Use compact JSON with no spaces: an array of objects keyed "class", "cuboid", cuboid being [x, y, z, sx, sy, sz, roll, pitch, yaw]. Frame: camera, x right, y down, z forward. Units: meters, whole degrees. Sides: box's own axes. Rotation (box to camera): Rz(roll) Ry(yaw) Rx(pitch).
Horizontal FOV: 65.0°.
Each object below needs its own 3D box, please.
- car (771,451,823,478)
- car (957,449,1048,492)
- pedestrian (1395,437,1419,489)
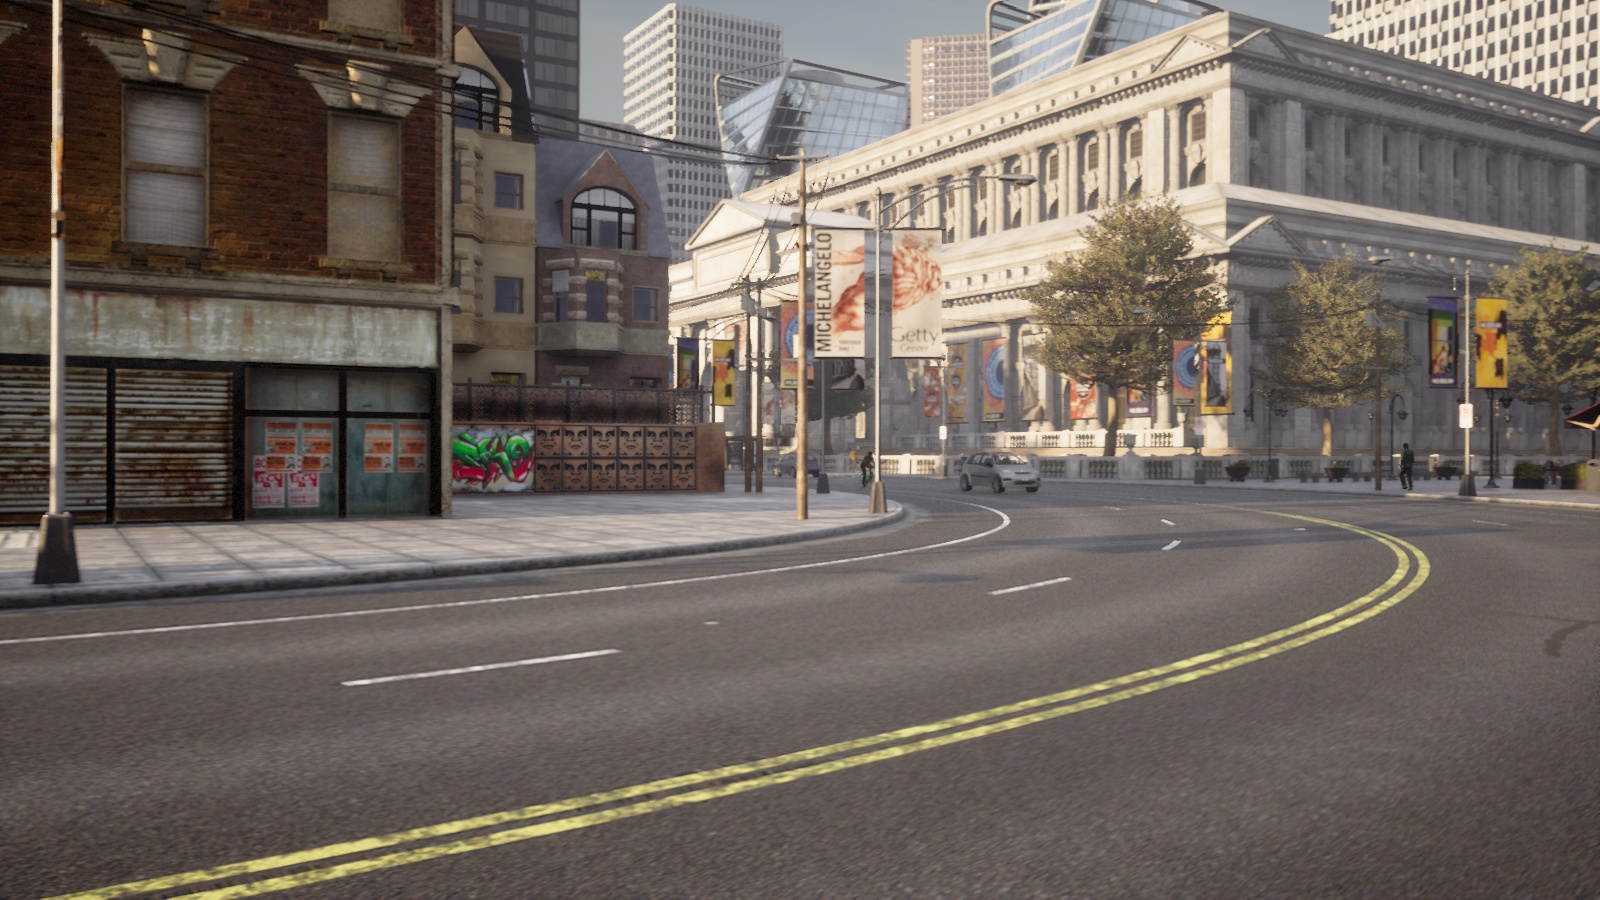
[{"class":"car","cuboid":[-0.206,0.908,79.547,1.851,1.617,3.988,0,0,-24]},{"class":"car","cuboid":[7.985,0.787,49.772,1.851,1.617,3.988,0,0,-20]},{"class":"pedestrian","cuboid":[22.960,0.497,47.493,0.423,1.949,0.788,0,0,-12]}]
